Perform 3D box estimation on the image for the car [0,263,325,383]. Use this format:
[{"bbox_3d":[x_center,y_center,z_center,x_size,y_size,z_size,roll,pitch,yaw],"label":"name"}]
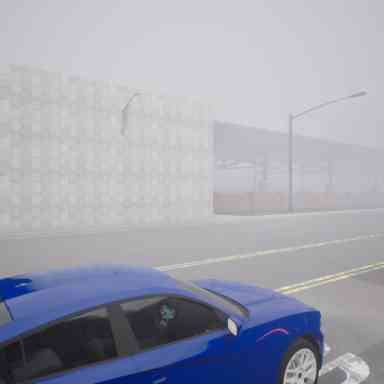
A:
[{"bbox_3d":[-0.723,1.478,3.234,5.008,1.535,1.882,0,0,-36],"label":"car"}]
